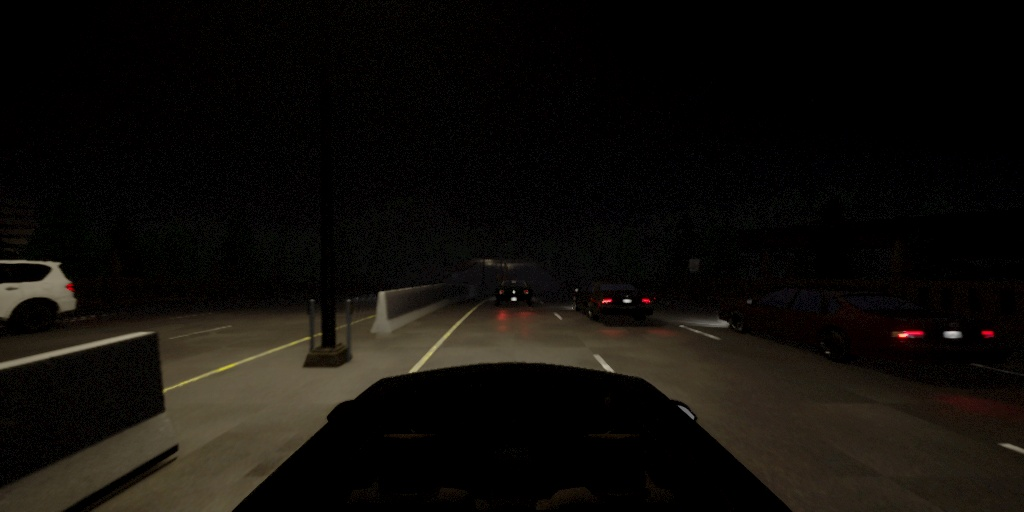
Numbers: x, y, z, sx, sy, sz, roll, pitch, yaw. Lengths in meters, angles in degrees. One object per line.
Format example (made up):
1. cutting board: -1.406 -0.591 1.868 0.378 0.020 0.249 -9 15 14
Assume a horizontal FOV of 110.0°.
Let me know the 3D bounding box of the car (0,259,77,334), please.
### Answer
1. car: -14.100 1.063 8.334 2.150 2.045 5.566 0 -1 0

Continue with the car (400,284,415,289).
1. car: -10.588 3.707 39.646 1.895 1.301 4.718 0 -5 0

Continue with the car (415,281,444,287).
1. car: -7.093 3.004 32.860 1.837 1.490 4.892 0 -5 0

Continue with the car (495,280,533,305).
1. car: 0.099 2.001 20.108 1.895 1.301 4.718 0 -4 0

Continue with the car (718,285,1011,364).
1. car: 7.098 1.380 8.281 2.033 1.411 5.357 0 -1 0

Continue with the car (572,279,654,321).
1. car: 3.599 1.574 13.699 2.033 1.411 5.357 0 -3 0
